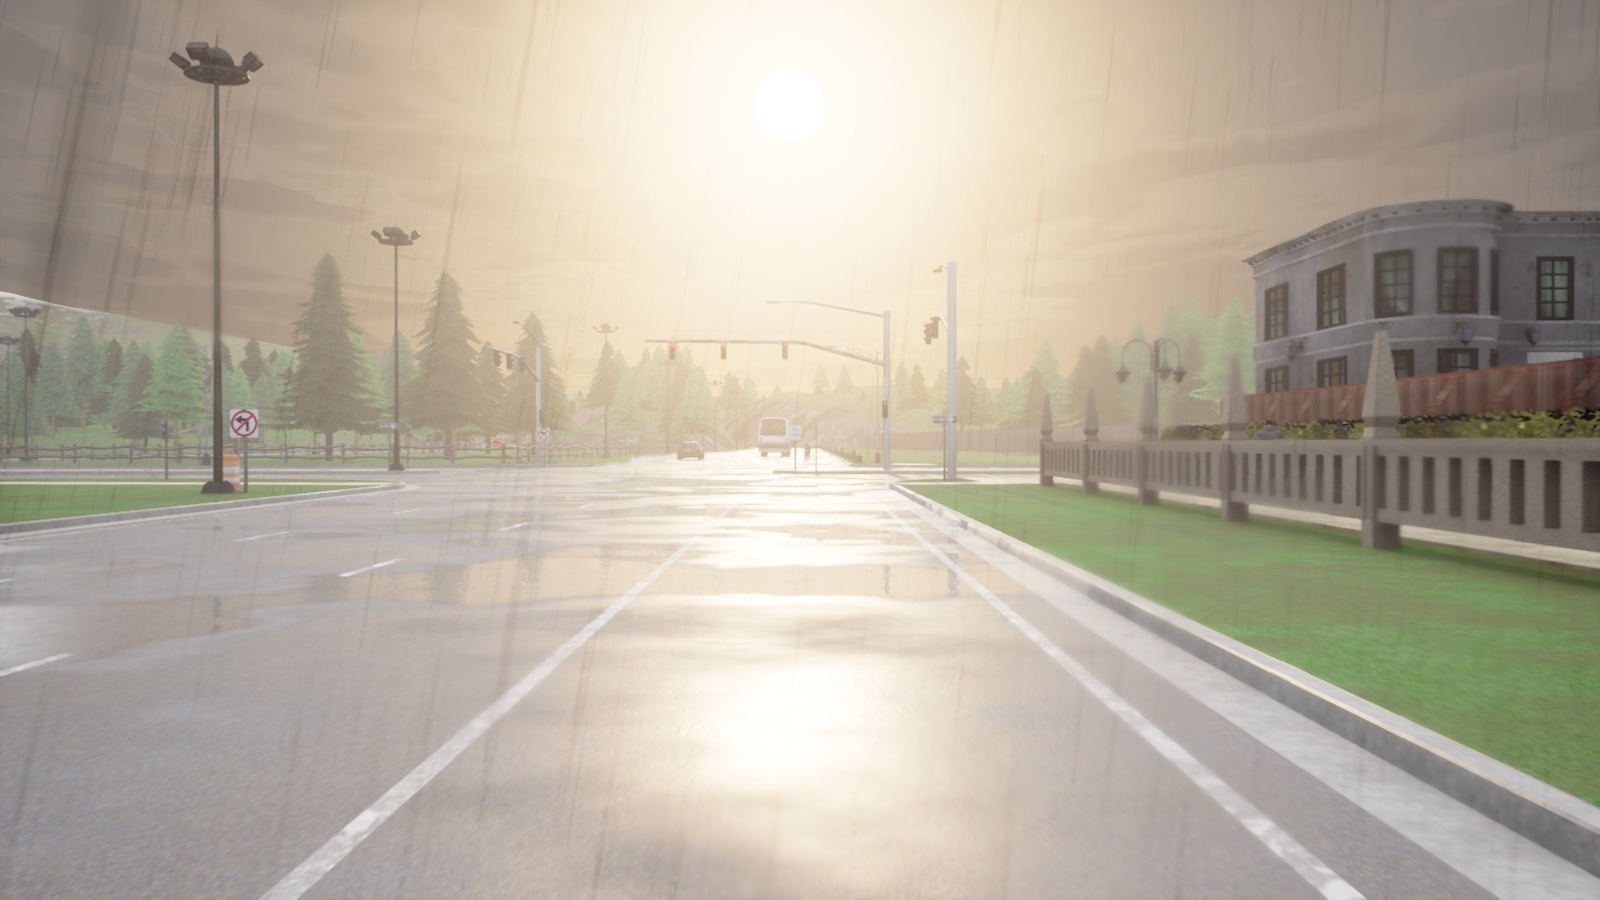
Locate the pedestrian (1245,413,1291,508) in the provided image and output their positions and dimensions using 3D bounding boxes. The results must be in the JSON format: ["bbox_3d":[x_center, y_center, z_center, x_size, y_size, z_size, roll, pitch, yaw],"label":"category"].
[{"bbox_3d":[9.835,0.214,26.412,0.659,1.952,0.873,0,0,3],"label":"pedestrian"}]
